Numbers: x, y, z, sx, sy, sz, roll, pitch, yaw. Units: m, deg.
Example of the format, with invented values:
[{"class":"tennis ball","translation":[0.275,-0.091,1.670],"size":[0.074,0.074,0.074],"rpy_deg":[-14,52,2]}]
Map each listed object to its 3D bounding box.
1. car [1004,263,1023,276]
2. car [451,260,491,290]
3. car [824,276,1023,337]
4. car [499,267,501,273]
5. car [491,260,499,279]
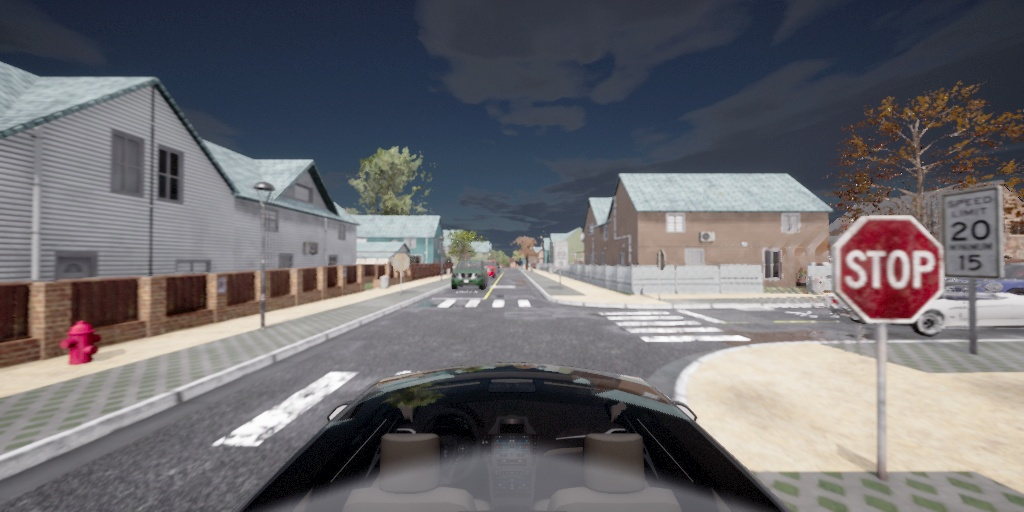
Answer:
[{"class":"car","translation":[17.424,1.027,12.394],"size":[4.553,1.767,2.097],"rpy_deg":[-1,-1,0]},{"class":"car","translation":[-2.897,1.275,25.493],"size":[2.150,2.045,5.566],"rpy_deg":[0,-1,0]},{"class":"car","translation":[11.400,1.299,9.518],"size":[4.718,1.301,1.895],"rpy_deg":[-1,-1,0]},{"class":"car","translation":[-2.866,2.194,58.800],"size":[1.994,1.385,4.181],"rpy_deg":[0,-1,0]},{"class":"car","translation":[-2.926,1.492,40.461],"size":[2.150,2.045,5.566],"rpy_deg":[0,-1,0]}]
